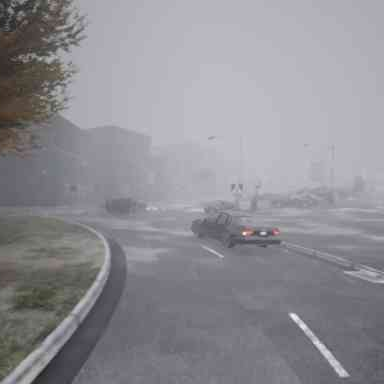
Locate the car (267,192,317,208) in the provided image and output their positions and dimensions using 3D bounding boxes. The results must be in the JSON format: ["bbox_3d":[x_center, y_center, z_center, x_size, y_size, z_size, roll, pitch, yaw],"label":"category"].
[{"bbox_3d":[11.754,1.075,39.410,4.892,1.521,2.231,0,2,14],"label":"car"}]

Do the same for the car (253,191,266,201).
[{"bbox_3d":[11.429,0.626,53.412,1.882,1.535,5.008,0,2,34],"label":"car"}]

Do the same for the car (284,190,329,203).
[{"bbox_3d":[15.000,0.854,44.482,5.366,1.575,1.946,0,3,14],"label":"car"}]

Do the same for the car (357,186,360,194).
[{"bbox_3d":[30.545,-0.242,67.105,4.553,1.767,2.185,0,2,14],"label":"car"}]

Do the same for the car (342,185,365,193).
[{"bbox_3d":[37.446,-0.673,77.164,4.553,1.767,2.185,0,3,14],"label":"car"}]

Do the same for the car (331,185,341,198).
[{"bbox_3d":[18.571,0.391,49.465,5.566,2.045,2.435,0,3,14],"label":"car"}]

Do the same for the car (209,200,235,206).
[{"bbox_3d":[3.026,1.509,34.410,1.895,1.301,4.718,1,3,28],"label":"car"}]

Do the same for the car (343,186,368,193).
[{"bbox_3d":[39.112,-0.654,79.713,4.892,1.521,2.231,0,2,14],"label":"car"}]

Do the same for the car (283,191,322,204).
[{"bbox_3d":[13.471,1.006,41.921,4.674,1.452,2.002,0,3,14],"label":"car"}]

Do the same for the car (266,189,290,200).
[{"bbox_3d":[13.424,0.709,50.571,1.837,1.490,4.892,0,2,34],"label":"car"}]

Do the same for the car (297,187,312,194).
[{"bbox_3d":[24.777,-0.346,73.254,1.812,1.442,4.674,0,2,34],"label":"car"}]

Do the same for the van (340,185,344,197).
[{"bbox_3d":[21.906,0.199,54.525,4.442,1.987,1.878,0,3,14],"label":"van"}]

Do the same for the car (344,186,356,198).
[{"bbox_3d":[27.149,0.101,62.064,4.892,1.521,2.231,0,2,14],"label":"car"}]

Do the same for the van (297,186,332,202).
[{"bbox_3d":[17.004,0.525,46.921,4.442,1.987,1.878,0,2,14],"label":"van"}]

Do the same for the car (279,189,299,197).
[{"bbox_3d":[18.890,0.216,64.590,2.033,1.411,5.357,0,2,34],"label":"car"}]

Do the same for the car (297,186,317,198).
[{"bbox_3d":[21.823,-0.109,63.122,2.150,2.045,5.566,0,2,34],"label":"car"}]

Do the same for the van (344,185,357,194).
[{"bbox_3d":[28.977,-0.233,64.548,4.442,1.987,1.878,0,2,14],"label":"van"}]

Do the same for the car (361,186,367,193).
[{"bbox_3d":[34.180,-0.335,72.093,5.366,1.575,1.946,0,2,14],"label":"car"}]

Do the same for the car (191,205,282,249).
[{"bbox_3d":[1.709,1.558,14.755,2.033,1.411,5.357,3,0,-22],"label":"car"}]
